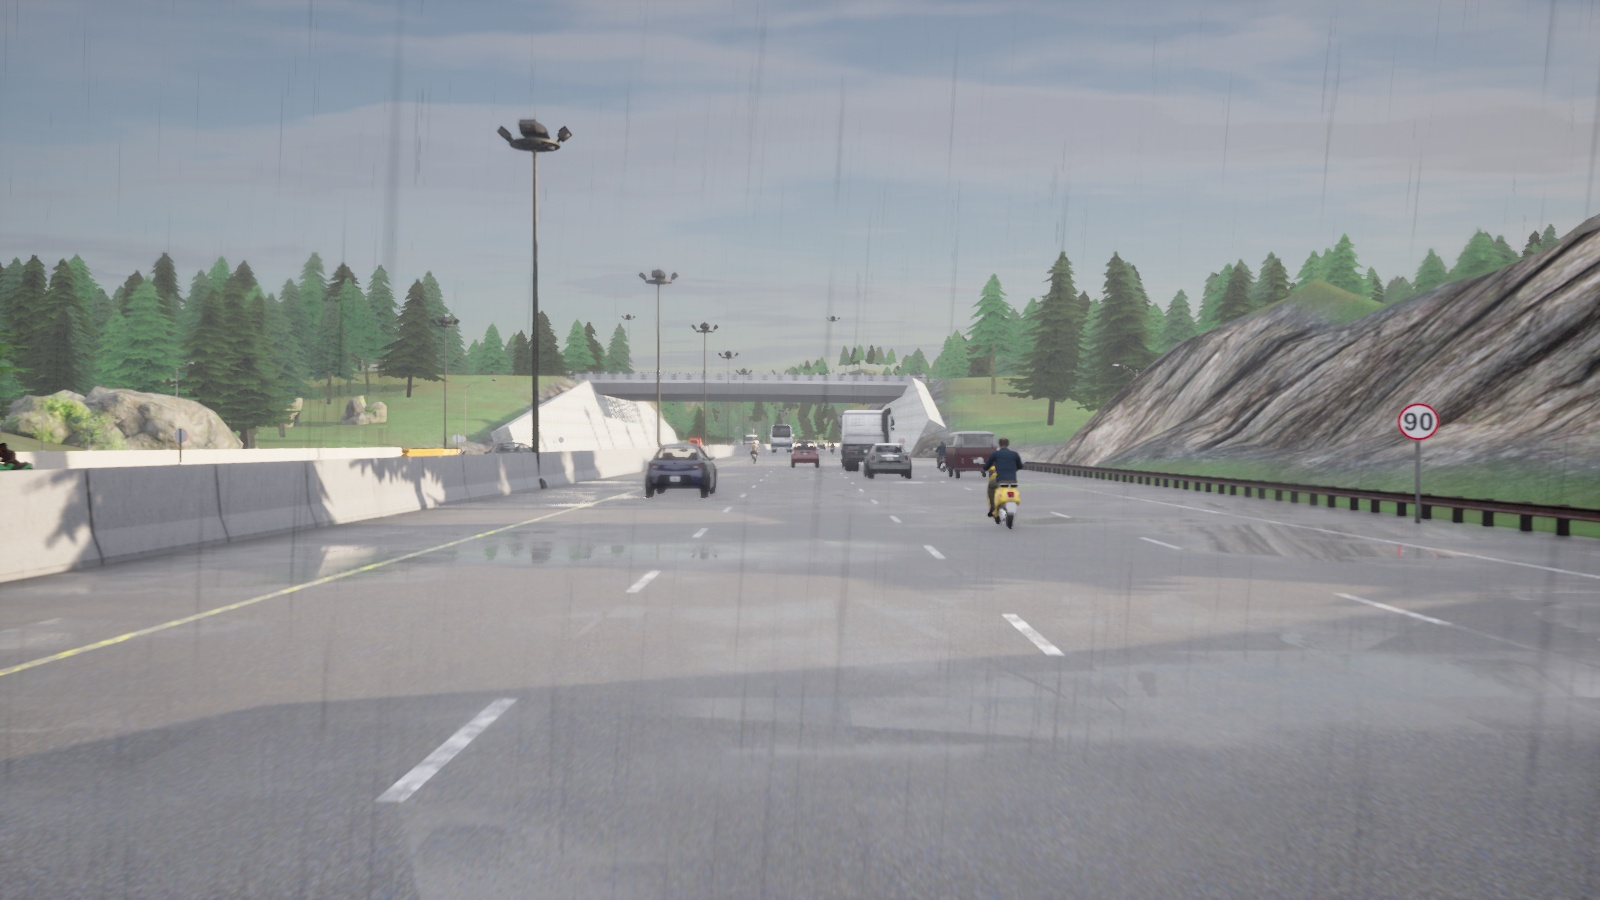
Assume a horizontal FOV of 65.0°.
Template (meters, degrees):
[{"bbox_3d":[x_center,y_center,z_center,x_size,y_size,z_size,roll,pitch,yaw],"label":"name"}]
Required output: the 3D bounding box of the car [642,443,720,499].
[{"bbox_3d":[-3.340,0.555,35.924,1.816,1.474,4.193,0,0,0],"label":"car"}]

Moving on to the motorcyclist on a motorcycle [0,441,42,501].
[{"bbox_3d":[-20.852,0.527,32.851,0.797,1.523,2.044,0,0,0],"label":"motorcyclist on a motorcycle"}]

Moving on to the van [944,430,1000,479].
[{"bbox_3d":[7.231,0.202,53.250,1.775,1.987,4.442,0,0,0],"label":"van"}]

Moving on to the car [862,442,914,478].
[{"bbox_3d":[3.731,0.412,53.653,1.970,1.475,3.806,0,0,0],"label":"car"}]

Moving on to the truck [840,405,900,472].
[{"bbox_3d":[3.797,-0.624,69.502,2.891,3.462,7.936,0,0,0],"label":"truck"}]

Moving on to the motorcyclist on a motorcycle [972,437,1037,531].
[{"bbox_3d":[3.605,0.577,22.305,0.866,1.590,1.817,0,0,0],"label":"motorcyclist on a motorcycle"}]

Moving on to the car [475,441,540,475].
[{"bbox_3d":[-13.746,0.349,59.224,2.007,1.525,4.514,0,0,0],"label":"car"}]

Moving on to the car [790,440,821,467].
[{"bbox_3d":[0.330,0.206,77.870,1.851,1.617,3.988,0,0,0],"label":"car"}]
